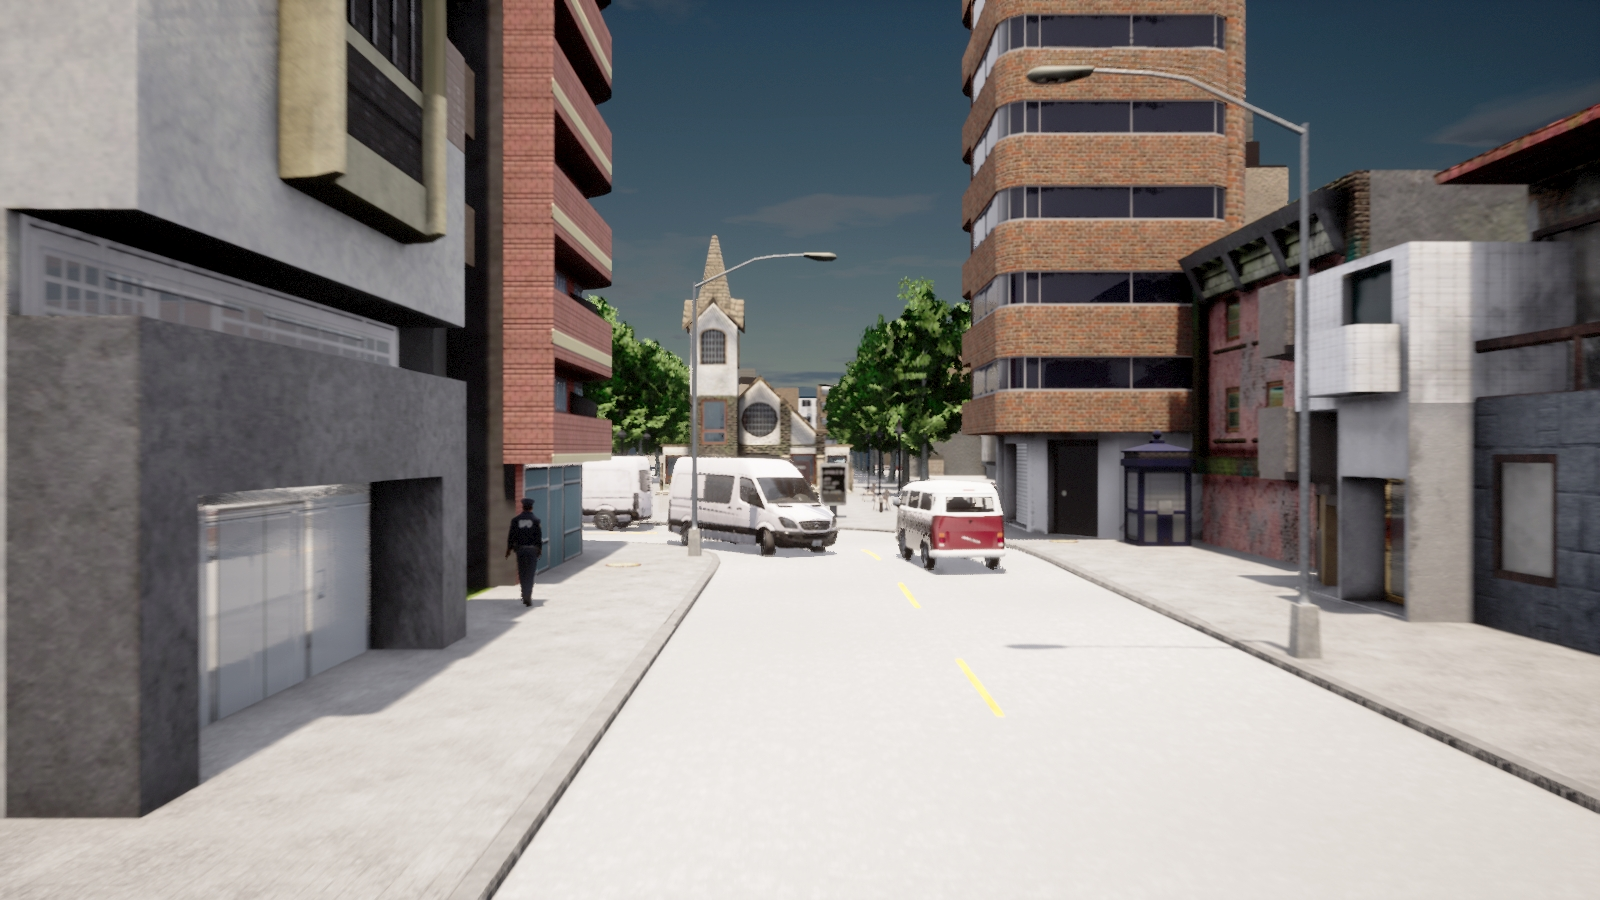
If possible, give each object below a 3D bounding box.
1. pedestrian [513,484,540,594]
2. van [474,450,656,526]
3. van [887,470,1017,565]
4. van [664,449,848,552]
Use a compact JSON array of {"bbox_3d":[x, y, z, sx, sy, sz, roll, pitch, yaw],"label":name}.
[{"bbox_3d":[-4.677,1.508,19.525,0.375,1.860,0.375,0,0,-1],"label":"pedestrian"},{"bbox_3d":[-8.207,1.286,40.083,5.915,2.561,1.988,0,0,8],"label":"van"},{"bbox_3d":[3.580,1.543,27.796,2.069,2.038,4.480,0,0,-7],"label":"van"},{"bbox_3d":[-1.357,1.292,31.744,1.988,2.561,5.915,1,-1,-38],"label":"van"}]
